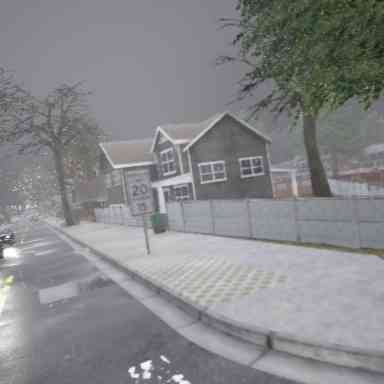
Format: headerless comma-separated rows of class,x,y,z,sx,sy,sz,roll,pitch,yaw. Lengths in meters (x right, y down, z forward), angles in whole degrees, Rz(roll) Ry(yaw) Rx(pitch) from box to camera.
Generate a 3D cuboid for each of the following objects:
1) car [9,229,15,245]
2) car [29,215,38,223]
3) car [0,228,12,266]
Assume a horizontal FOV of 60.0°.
car,-15.095,3.606,26.098,1.895,1.301,4.718,-9,1,-26
car,-39.832,6.853,83.573,1.895,1.301,4.718,-9,1,-26
car,-10.233,2.854,16.013,2.128,1.511,4.902,-9,1,-26
